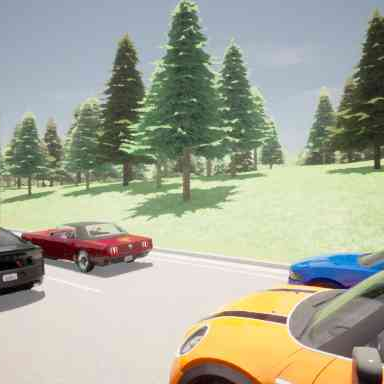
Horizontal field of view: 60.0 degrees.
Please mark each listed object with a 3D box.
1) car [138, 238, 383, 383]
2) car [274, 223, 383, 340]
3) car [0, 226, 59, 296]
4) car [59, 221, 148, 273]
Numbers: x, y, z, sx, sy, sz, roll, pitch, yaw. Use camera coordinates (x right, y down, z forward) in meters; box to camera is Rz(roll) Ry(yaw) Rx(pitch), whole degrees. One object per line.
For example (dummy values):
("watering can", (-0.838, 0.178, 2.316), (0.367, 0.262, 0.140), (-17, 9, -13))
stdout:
("car", (1.989, 1.352, 2.569), (4.553, 1.767, 2.097), (0, 0, 36))
("car", (4.084, 1.478, 5.372), (5.008, 1.535, 1.882), (0, 0, 36))
("car", (-5.480, 1.478, 7.805), (5.008, 1.535, 1.882), (0, 0, 36))
("car", (-3.592, 1.601, 10.760), (4.718, 1.301, 1.895), (0, 0, 36))
